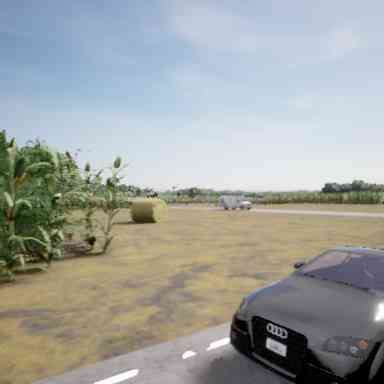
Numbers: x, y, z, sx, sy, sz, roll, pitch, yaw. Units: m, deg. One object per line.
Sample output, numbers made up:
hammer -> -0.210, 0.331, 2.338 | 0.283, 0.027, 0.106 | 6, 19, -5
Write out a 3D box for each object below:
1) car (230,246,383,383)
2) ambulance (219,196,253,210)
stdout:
car -> 2.568, 1.559, 4.901 | 4.181, 1.385, 1.994 | 0, 0, -35
ambulance -> 7.501, 1.841, 56.748 | 2.351, 2.431, 6.366 | 0, -1, -35
